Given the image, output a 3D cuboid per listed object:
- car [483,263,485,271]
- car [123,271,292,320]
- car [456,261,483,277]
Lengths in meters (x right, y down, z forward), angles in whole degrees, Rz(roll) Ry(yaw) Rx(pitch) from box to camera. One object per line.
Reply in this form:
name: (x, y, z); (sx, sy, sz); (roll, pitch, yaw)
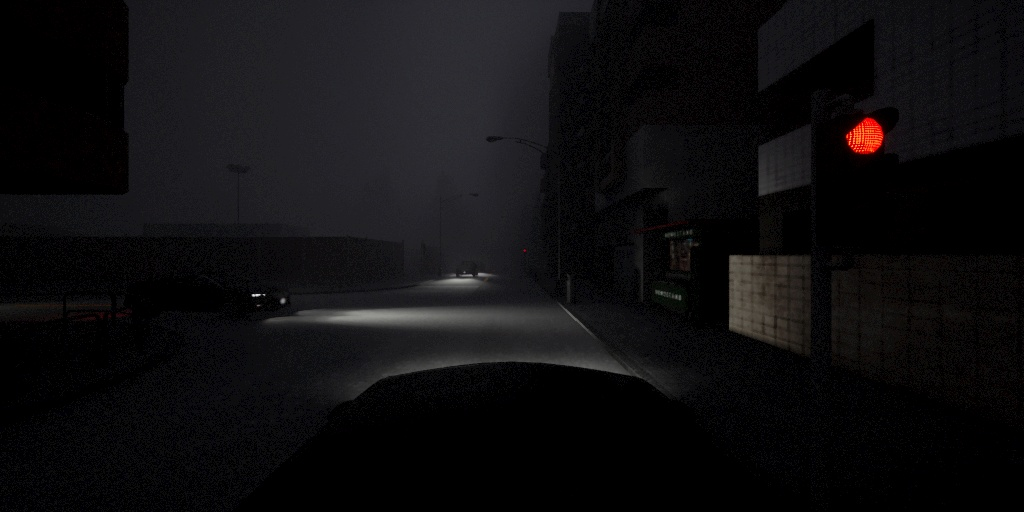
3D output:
car: (-4.477, 1.351, 45.779); (1.895, 1.301, 4.718); (0, 0, 0)
car: (-10.130, 1.241, 12.131); (4.902, 1.511, 2.128); (0, 0, 3)
car: (-4.410, 1.242, 35.665); (2.128, 1.511, 4.902); (0, 0, 0)
